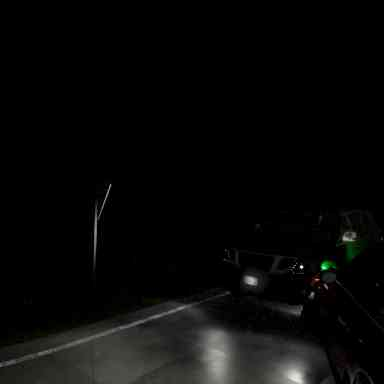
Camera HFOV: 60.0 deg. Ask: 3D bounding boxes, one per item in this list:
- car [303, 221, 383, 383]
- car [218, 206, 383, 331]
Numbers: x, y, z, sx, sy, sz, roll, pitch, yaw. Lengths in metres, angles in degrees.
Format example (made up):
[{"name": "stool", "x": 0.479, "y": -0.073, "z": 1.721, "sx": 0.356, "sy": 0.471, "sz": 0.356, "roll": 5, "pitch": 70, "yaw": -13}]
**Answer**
[{"name": "car", "x": 2.657, "y": 1.438, "z": 3.797, "sx": 2.097, "sy": 1.767, "sz": 4.553, "roll": 1, "pitch": -1, "yaw": 13}, {"name": "car", "x": 3.011, "y": 1.395, "z": 8.236, "sx": 2.150, "sy": 2.045, "sz": 5.566, "roll": 0, "pitch": -2, "yaw": 43}]
